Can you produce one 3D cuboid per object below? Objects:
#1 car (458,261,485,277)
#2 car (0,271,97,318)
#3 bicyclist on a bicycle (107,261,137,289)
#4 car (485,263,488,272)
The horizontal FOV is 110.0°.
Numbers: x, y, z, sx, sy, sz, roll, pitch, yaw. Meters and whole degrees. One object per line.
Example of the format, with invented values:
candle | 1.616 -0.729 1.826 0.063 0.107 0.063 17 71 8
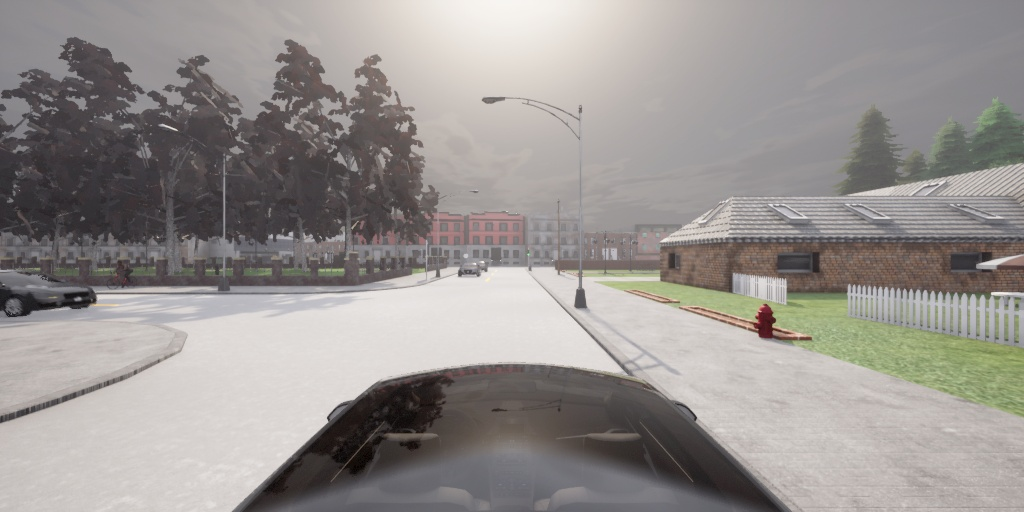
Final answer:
car | -4.125 1.314 35.608 1.994 1.385 4.181 0 0 0
car | -17.520 1.255 12.466 4.892 1.490 1.837 0 0 0
bicyclist on a bicycle | -22.656 1.099 20.853 0.582 1.620 1.656 0 0 0
car | -4.109 1.314 45.593 1.994 1.385 4.181 0 0 0
